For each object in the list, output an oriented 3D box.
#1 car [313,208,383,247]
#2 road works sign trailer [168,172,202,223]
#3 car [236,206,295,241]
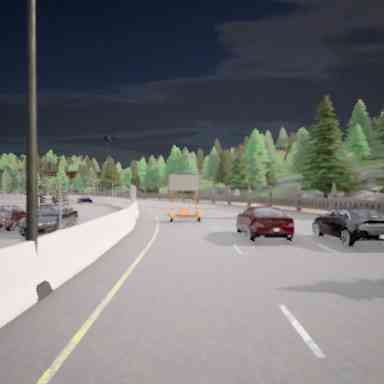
[{"bbox_3d":[6.982,1.431,14.665,2.128,1.511,4.902,0,0,-1],"label":"car"},{"bbox_3d":[-0.601,0.363,24.457,2.380,3.560,2.880,0,0,-10],"label":"road works sign trailer"},{"bbox_3d":[3.405,1.410,16.292,1.882,1.535,5.008,0,0,-3],"label":"car"}]
